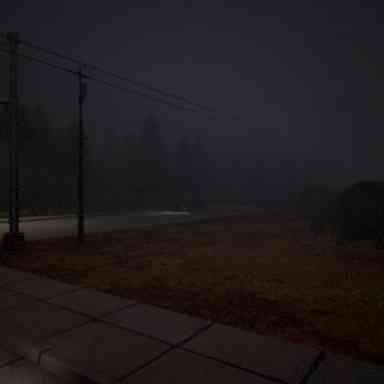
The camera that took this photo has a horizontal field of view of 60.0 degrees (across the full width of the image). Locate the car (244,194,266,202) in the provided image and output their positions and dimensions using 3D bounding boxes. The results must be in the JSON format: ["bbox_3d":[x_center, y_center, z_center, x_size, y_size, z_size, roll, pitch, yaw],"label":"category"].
[{"bbox_3d":[9.755,0.945,51.176,2.097,1.767,4.553,0,0,37],"label":"car"}]

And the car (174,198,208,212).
[{"bbox_3d":[-0.088,1.450,38.071,1.837,1.490,4.892,0,0,37],"label":"car"}]
